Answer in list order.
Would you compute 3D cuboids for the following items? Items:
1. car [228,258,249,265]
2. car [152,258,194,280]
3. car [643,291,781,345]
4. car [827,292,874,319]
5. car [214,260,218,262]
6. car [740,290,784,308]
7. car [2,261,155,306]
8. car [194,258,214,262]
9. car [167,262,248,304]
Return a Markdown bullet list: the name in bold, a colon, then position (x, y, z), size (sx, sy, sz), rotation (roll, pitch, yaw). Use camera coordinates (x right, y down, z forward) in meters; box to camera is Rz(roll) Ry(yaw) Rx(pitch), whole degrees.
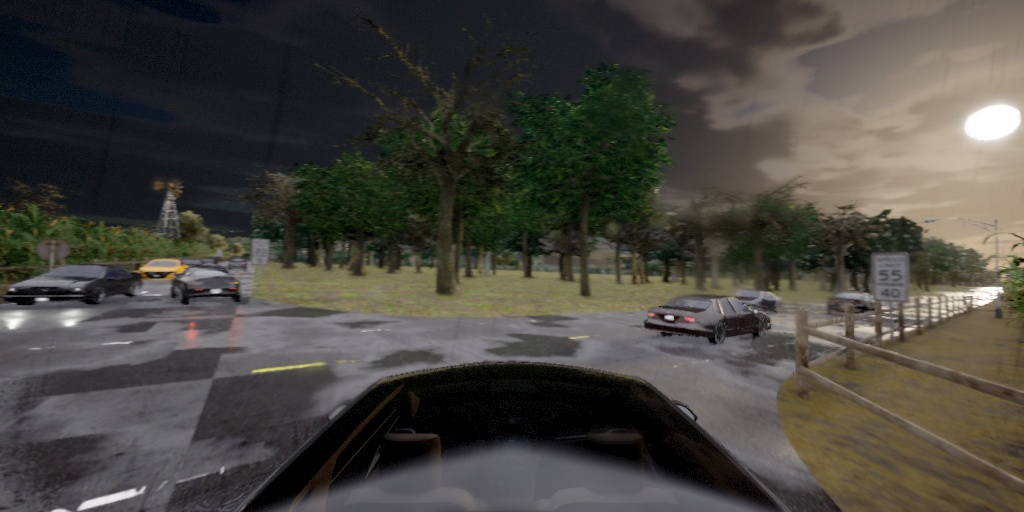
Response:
- **car**: position (-34.592, 1.031, 45.324), size (2.128, 1.511, 4.902), rotation (3, -2, -35)
- **car**: position (-22.841, 0.933, 23.670), size (1.882, 1.535, 5.008), rotation (3, -2, -35)
- **car**: position (6.596, 1.988, 11.891), size (5.357, 1.411, 2.033), rotation (4, -3, -35)
- **car**: position (21.657, 3.012, 22.655), size (5.008, 1.535, 1.882), rotation (4, -4, -36)
- **car**: position (-35.951, 0.982, 42.297), size (1.994, 1.385, 4.181), rotation (3, -2, -35)
- **car**: position (15.151, 2.833, 22.541), size (5.357, 1.411, 2.033), rotation (4, -3, -35)
- **car**: position (-16.280, 1.011, 13.792), size (2.033, 1.411, 5.357), rotation (3, -2, -29)
- **car**: position (-29.463, 0.983, 33.106), size (2.033, 1.411, 5.357), rotation (3, -2, -35)
- **car**: position (-12.968, 1.141, 15.197), size (4.674, 1.442, 1.812), rotation (1, -1, 41)
